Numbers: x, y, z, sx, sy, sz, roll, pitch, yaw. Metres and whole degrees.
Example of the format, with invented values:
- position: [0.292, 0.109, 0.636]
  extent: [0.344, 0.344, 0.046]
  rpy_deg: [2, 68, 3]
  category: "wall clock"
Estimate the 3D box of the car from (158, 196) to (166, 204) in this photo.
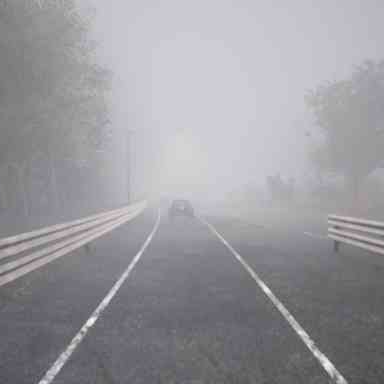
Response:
- position: [-5.628, 1.493, 65.336]
  extent: [1.837, 1.490, 4.892]
  rpy_deg: [0, 0, -11]
  category: "car"

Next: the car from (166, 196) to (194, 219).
- position: [-1.040, 1.374, 29.688]
  extent: [2.097, 1.767, 4.553]
  rpy_deg: [0, 0, -5]
  category: "car"
